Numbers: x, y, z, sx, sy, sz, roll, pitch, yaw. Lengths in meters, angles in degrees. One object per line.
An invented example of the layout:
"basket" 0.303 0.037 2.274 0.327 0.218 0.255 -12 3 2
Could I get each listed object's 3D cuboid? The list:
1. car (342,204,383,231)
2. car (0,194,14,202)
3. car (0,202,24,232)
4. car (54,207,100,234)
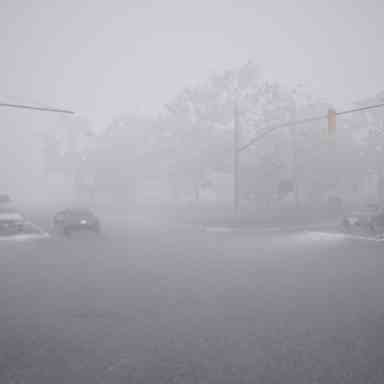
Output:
"car" 11.222 1.511 20.575 4.902 1.511 2.128 0 0 -35
"car" -16.394 1.218 27.990 2.150 2.045 5.566 0 0 -33
"car" -11.201 1.529 19.792 1.812 1.442 4.674 0 0 -32
"car" -6.771 1.570 19.417 1.994 1.385 4.181 0 0 -30
